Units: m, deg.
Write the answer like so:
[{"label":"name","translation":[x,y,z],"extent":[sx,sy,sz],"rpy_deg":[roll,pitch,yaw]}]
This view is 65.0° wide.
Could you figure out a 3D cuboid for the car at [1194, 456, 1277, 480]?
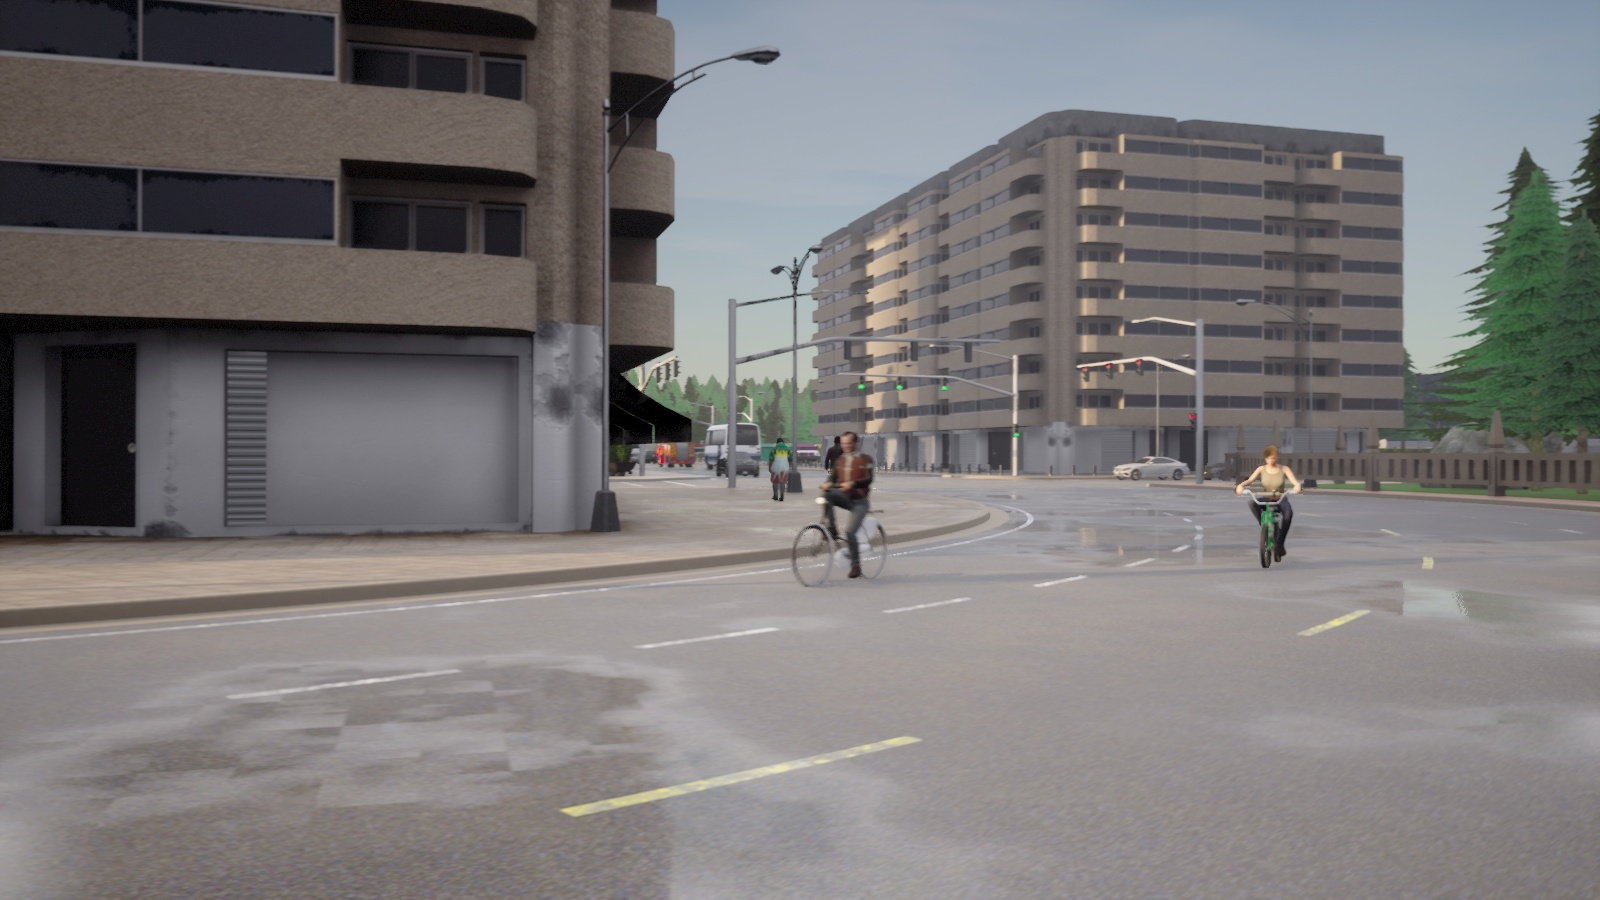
[{"label":"car","translation":[25.335,1.039,73.096],"extent":[4.181,1.385,1.994],"rpy_deg":[0,0,-16]}]

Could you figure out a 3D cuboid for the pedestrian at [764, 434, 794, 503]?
[{"label":"pedestrian","translation":[-0.607,0.529,36.063],"extent":[0.659,1.952,0.873],"rpy_deg":[0,0,-17]}]

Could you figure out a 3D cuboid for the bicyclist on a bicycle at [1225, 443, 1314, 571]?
[{"label":"bicyclist on a bicycle","translation":[6.263,0.720,16.718],"extent":[0.866,1.612,1.509],"rpy_deg":[-1,0,30]}]

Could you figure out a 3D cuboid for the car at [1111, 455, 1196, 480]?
[{"label":"car","translation":[21.250,1.020,75.578],"extent":[4.674,1.442,1.812],"rpy_deg":[0,0,-16]}]

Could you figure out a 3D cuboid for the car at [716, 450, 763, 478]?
[{"label":"car","translation":[-3.951,0.886,81.441],"extent":[2.097,1.767,4.553],"rpy_deg":[0,0,-15]}]

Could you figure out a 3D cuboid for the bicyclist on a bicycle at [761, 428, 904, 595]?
[{"label":"bicyclist on a bicycle","translation":[0.395,0.662,14.288],"extent":[0.659,1.776,1.843],"rpy_deg":[-1,-1,37]}]

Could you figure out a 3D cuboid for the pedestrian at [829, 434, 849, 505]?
[{"label":"pedestrian","translation":[1.033,0.507,33.122],"extent":[0.431,1.840,0.703],"rpy_deg":[0,0,11]}]
